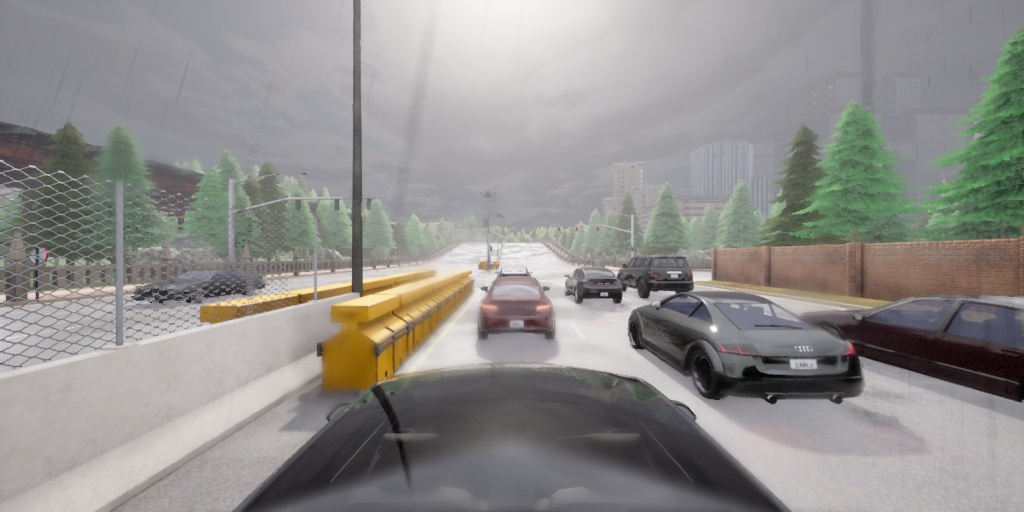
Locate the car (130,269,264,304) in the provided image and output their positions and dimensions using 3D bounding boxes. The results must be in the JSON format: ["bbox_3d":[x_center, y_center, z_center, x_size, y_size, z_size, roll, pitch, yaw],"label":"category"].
[{"bbox_3d":[-13.997,1.297,16.541,2.033,1.411,5.357,0,0,0],"label":"car"}]

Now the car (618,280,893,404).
[{"bbox_3d":[3.604,1.314,6.458,1.994,1.385,4.181,0,0,-1],"label":"car"}]

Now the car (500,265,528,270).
[{"bbox_3d":[0.107,1.241,19.130,2.128,1.511,4.902,0,0,0],"label":"car"}]

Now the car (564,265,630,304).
[{"bbox_3d":[3.605,1.255,16.424,1.837,1.490,4.892,0,0,0],"label":"car"}]

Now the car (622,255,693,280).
[{"bbox_3d":[7.105,0.972,18.366,2.150,2.045,5.566,0,0,0],"label":"car"}]

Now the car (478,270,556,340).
[{"bbox_3d":[0.104,1.276,9.884,1.812,1.442,4.674,0,0,0],"label":"car"}]

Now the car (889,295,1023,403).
[{"bbox_3d":[7.103,1.298,5.379,2.033,1.411,5.357,0,0,0],"label":"car"}]
